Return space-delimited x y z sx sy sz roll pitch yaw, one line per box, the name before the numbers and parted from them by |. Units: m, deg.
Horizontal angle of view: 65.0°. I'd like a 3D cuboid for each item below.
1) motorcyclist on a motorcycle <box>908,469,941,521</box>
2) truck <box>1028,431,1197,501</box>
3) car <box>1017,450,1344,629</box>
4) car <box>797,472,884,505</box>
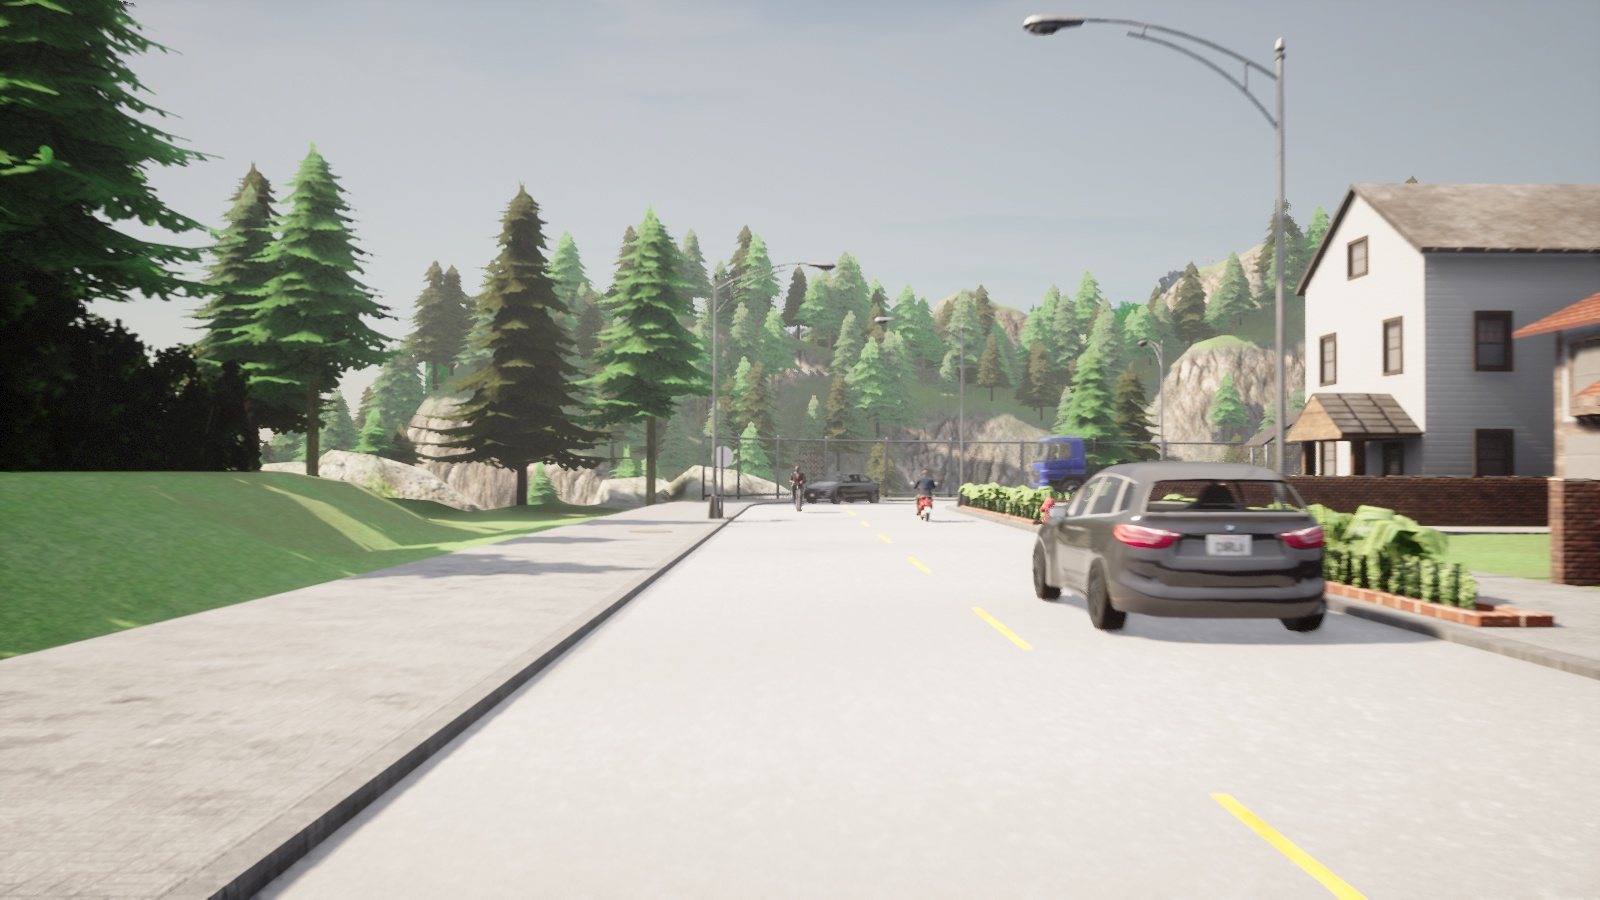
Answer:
motorcyclist on a motorcycle | 3.904 1.403 39.480 0.866 1.590 1.817 0 -1 0
truck | 15.909 0.829 64.337 7.936 3.462 2.891 0 -1 0
car | 3.965 0.875 14.067 2.242 1.667 4.611 0 -1 0
car | 1.940 1.802 59.463 1.816 1.474 4.193 -1 -1 42
